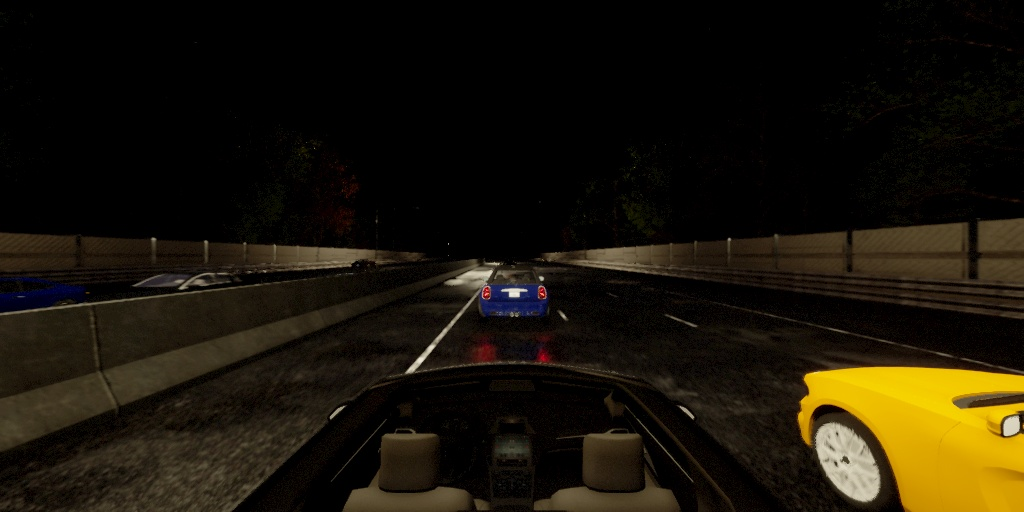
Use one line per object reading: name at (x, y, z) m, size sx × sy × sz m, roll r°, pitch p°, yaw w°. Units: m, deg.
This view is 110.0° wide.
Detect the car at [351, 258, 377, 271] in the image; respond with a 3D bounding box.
car at (-18.021, 0.969, 43.787) m, size 1.994 × 1.385 × 4.181 m, roll 0°, pitch 0°, yaw -1°

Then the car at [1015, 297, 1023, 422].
car at (7.092, 1.253, 1.951) m, size 1.837 × 1.490 × 4.892 m, roll 0°, pitch 0°, yaw 0°

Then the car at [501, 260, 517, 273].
car at (-0.436, 1.270, 44.233) m, size 1.837 × 1.490 × 4.892 m, roll 0°, pitch 0°, yaw -1°

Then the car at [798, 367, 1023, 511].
car at (3.593, 1.227, 1.266) m, size 1.882 × 1.535 × 5.008 m, roll 0°, pitch 0°, yaw 0°

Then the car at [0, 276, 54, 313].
car at (-14.128, 1.281, 9.366) m, size 1.812 × 1.442 × 4.674 m, roll 0°, pitch 0°, yaw 0°

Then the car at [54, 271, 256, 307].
car at (-10.641, 1.247, 11.662) m, size 2.128 × 1.511 × 4.902 m, roll 0°, pitch 0°, yaw 0°

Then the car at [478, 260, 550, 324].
car at (0.055, 1.106, 12.192) m, size 2.097 × 1.767 × 4.553 m, roll 0°, pitch 0°, yaw 0°
